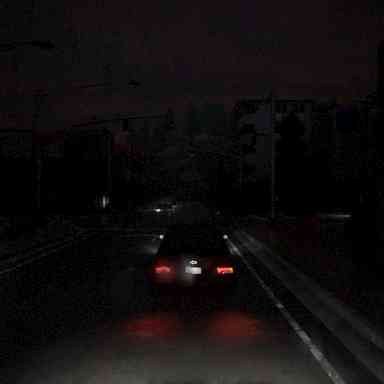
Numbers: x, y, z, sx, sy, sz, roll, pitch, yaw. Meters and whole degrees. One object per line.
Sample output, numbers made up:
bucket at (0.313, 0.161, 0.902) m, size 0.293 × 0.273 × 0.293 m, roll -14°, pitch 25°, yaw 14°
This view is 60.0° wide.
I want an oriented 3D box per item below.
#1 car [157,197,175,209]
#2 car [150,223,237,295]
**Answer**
car at (-3.711, 1.526, 45.965) m, size 1.812 × 1.442 × 4.674 m, roll 0°, pitch 0°, yaw 0°
car at (0.038, 1.547, 8.853) m, size 2.033 × 1.411 × 5.357 m, roll 0°, pitch 0°, yaw 0°
